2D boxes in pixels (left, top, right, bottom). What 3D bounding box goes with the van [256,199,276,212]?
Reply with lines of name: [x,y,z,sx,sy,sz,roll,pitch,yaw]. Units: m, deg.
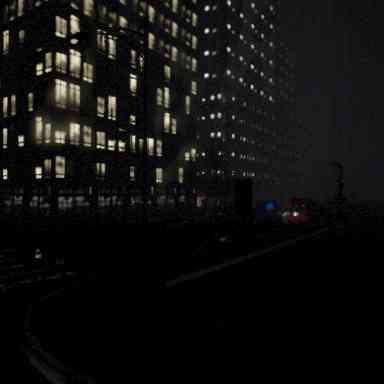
van: [10.374,1.878,46.280,1.690,1.788,3.998,0,-1,35]

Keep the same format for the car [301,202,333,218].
car: [14.023,2.127,36.852,1.947,1.339,4.313,0,-1,35]

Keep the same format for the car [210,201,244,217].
car: [3.927,1.867,37.020,1.967,1.590,4.097,0,-1,35]

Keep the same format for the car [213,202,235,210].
car: [3.085,1.925,31.258,1.812,1.442,4.674,1,0,35]

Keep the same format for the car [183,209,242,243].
car: [1.233,1.890,18.259,2.008,1.369,4.403,0,-1,35]

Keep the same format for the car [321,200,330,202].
car: [19.836,2.165,49.895,2.128,1.511,4.902,1,0,35]

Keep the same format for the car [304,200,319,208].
car: [23.267,2.338,64.795,1.802,1.307,4.206,0,-1,35]

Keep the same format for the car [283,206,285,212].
car: [14.496,2.132,47.477,1.812,1.442,4.674,1,0,35]

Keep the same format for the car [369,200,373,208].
car: [33.367,2.456,64.636,1.947,1.339,4.313,0,-1,35]

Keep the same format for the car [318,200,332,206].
car: [29.713,2.431,74.054,1.947,1.339,4.313,0,-1,35]

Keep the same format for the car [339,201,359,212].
car: [23.695,2.292,50.744,1.947,1.339,4.313,0,-1,35]

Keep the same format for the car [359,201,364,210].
car: [26.919,2.363,55.375,1.802,1.307,4.206,0,-1,35]

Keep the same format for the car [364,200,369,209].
car: [30.144,2.276,60.006,1.967,1.590,4.097,0,-1,35]

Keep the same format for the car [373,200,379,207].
car: [40.274,2.485,75.117,1.882,1.535,5.008,1,0,35]

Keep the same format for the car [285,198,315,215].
car: [13.843,1.792,41.213,2.150,2.045,5.566,1,0,35]

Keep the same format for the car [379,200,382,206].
car: [46.264,2.651,83.158,1.887,1.381,4.507,0,-1,35]
